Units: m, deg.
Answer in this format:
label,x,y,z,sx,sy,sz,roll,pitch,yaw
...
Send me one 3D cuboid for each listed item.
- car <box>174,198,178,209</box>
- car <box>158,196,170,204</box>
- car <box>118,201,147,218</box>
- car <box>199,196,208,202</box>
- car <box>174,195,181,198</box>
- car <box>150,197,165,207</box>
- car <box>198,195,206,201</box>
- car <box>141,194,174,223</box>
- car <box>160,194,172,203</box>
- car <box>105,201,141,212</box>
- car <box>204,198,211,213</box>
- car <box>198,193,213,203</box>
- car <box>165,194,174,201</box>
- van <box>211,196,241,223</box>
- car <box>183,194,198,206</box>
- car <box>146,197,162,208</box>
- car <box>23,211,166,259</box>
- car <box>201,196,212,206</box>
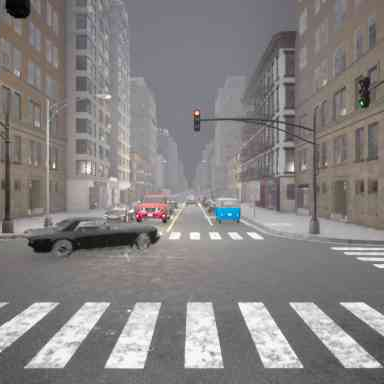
label,x,y,z,sx,sy,sz,roll,pitch,yaw
car,-2.873,1.603,35.451,1.895,1.301,4.718,0,0,0
car,-5.426,1.555,64.727,1.947,1.339,4.313,0,0,0
car,-5.407,1.547,30.636,1.887,1.381,4.507,0,0,0
car,2.592,1.533,76.099,2.008,1.369,4.403,0,0,0
car,-2.862,1.505,45.511,1.837,1.490,4.892,0,0,0
car,-5.420,1.562,53.364,1.947,1.339,4.313,0,0,0
car,2.586,1.541,87.461,1.947,1.339,4.313,0,0,0
car,-2.863,1.223,25.634,2.150,2.045,5.566,0,0,0
car,-5.430,1.301,70.408,2.192,1.841,5.009,0,0,0
car,-5.403,1.552,24.954,2.008,1.369,4.403,0,0,0
car,2.615,1.584,36.329,1.802,1.307,4.206,0,0,0
car,2.606,1.312,53.374,2.192,1.841,5.009,0,0,0
car,-5.436,1.419,81.772,1.967,1.590,4.097,0,0,0
van,2.622,1.343,24.967,1.690,1.788,3.998,0,0,0
car,-0.033,1.543,54.679,2.033,1.411,5.357,0,0,0
car,-5.416,1.525,47.512,1.752,1.417,4.829,0,0,0
car,-3.612,1.588,12.471,4.718,1.301,1.895,0,0,-32
car,2.609,1.582,47.693,1.802,1.307,4.206,0,0,0
